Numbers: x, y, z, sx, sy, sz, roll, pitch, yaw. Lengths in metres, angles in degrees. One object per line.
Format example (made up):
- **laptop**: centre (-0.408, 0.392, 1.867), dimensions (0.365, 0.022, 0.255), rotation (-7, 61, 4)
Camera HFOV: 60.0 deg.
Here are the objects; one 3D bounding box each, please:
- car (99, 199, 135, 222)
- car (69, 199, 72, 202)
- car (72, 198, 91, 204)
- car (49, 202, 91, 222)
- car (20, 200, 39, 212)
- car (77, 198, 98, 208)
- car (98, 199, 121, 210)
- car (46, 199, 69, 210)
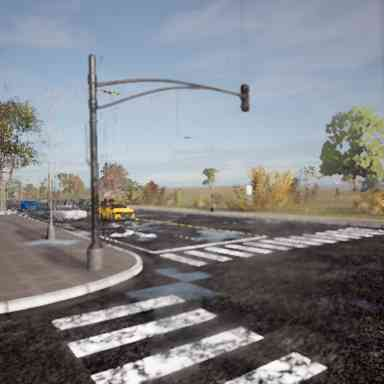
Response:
- **car**: centre (-6.675, 1.648, 28.929), dimensions (1.882, 1.535, 5.008), rotation (-1, 0, -35)
- **car**: centre (-20.559, 1.850, 54.907), dimensions (2.128, 1.511, 4.902), rotation (-1, 0, -35)
- **car**: centre (-14.874, 1.623, 46.769), dimensions (2.097, 1.767, 4.553), rotation (-1, 0, -34)
- **car**: centre (-10.739, 1.852, 29.098), dimensions (1.895, 1.301, 4.718), rotation (-1, 0, -35)
- **car**: centre (-22.862, 1.914, 46.801), dimensions (1.882, 1.535, 5.008), rotation (-1, 0, -35)
- **car**: centre (-17.887, 1.775, 56.755), dimensions (1.882, 1.535, 5.008), rotation (-1, 0, -35)
- **car**: centre (-12.032, 1.733, 48.370), dimensions (1.812, 1.442, 4.674), rotation (-1, 0, -34)
- **car**: centre (-19.728, 1.873, 47.968), dimensions (1.837, 1.490, 4.892), rotation (-1, 0, -34)
